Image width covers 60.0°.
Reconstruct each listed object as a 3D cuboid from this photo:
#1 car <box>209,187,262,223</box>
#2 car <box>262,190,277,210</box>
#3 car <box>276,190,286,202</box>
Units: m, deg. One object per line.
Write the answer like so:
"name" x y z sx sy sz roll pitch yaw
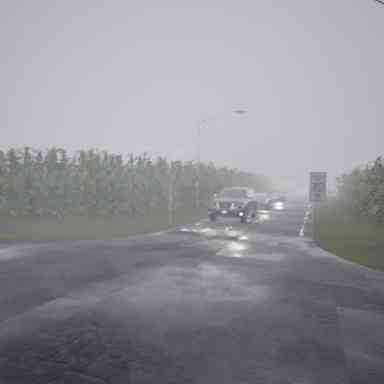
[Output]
"car" 2.789 0.722 21.253 2.150 2.045 5.566 1 2 20
"car" 6.602 0.829 31.549 1.812 1.442 4.674 2 2 21
"car" 11.636 0.534 44.996 2.128 1.511 4.902 2 2 21
